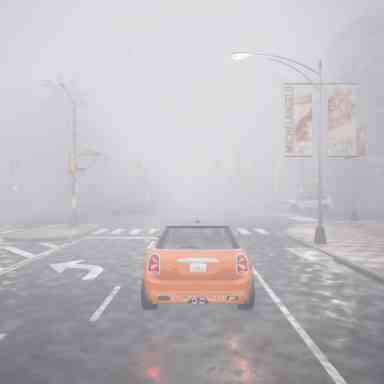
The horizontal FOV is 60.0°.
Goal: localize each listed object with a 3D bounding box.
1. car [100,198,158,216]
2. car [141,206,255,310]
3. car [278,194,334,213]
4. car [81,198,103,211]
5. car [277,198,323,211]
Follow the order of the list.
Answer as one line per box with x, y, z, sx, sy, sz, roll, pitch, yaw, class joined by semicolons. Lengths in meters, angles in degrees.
-5.790;1.547;32.626;5.357;1.411;2.033;0;0;-38;car
0.112;1.352;7.994;2.097;1.767;4.553;0;0;0;car
12.582;1.223;36.394;5.566;2.045;2.150;0;0;1;car
-10.800;1.491;40.126;4.902;1.511;2.128;0;0;1;car
12.858;1.505;39.886;4.892;1.490;1.837;0;0;1;car
